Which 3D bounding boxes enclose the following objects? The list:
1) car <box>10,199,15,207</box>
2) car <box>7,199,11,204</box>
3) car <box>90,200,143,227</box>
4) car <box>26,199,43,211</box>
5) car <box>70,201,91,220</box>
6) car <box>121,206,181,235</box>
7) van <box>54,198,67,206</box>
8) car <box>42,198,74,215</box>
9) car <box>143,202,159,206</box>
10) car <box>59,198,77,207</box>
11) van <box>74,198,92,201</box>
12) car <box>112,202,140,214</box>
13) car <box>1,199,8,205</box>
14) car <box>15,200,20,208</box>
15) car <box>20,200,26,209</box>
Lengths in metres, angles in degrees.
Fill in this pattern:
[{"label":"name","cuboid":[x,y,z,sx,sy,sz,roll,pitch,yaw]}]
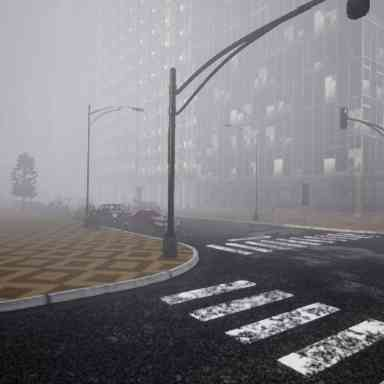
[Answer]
[{"label":"car","cuboid":[-31.585,2.126,61.271,2.008,1.369,4.403,1,-1,-35]},{"label":"car","cuboid":[-34.840,2.212,65.929,1.802,1.307,4.206,1,-1,-35]},{"label":"car","cuboid":[-5.538,1.577,24.006,1.967,1.590,4.097,1,-1,-35]},{"label":"car","cuboid":[-21.817,1.961,47.296,2.008,1.369,4.403,1,-1,-35]},{"label":"car","cuboid":[-8.696,1.716,28.524,1.752,1.417,4.829,1,-1,-35]},{"label":"car","cuboid":[-2.282,1.664,19.345,1.802,1.307,4.206,1,-1,-35]},{"label":"van","cuboid":[-27.971,2.122,70.731,1.690,1.788,3.998,1,-1,-35]},{"label":"car","cuboid":[-15.305,1.741,37.981,1.967,1.590,4.097,1,-1,-35]},{"label":"car","cuboid":[-5.181,1.837,38.121,1.967,1.590,4.097,1,-1,-35]},{"label":"car","cuboid":[-24.715,2.041,66.073,2.192,1.841,5.009,1,-1,-35]},{"label":"van","cuboid":[-18.204,1.957,56.756,1.690,1.788,3.998,1,-1,-35]},{"label":"car","cuboid":[-8.534,1.979,42.918,1.752,1.417,4.829,1,-1,-35]},{"label":"car","cuboid":[-41.352,2.290,75.246,2.008,1.369,4.403,1,-1,-35]},{"label":"car","cuboid":[-28.328,2.065,56.613,1.887,1.381,4.507,1,-1,-35]},{"label":"car","cuboid":[-25.073,2.031,51.954,1.947,1.339,4.313,1,-1,-35]}]
